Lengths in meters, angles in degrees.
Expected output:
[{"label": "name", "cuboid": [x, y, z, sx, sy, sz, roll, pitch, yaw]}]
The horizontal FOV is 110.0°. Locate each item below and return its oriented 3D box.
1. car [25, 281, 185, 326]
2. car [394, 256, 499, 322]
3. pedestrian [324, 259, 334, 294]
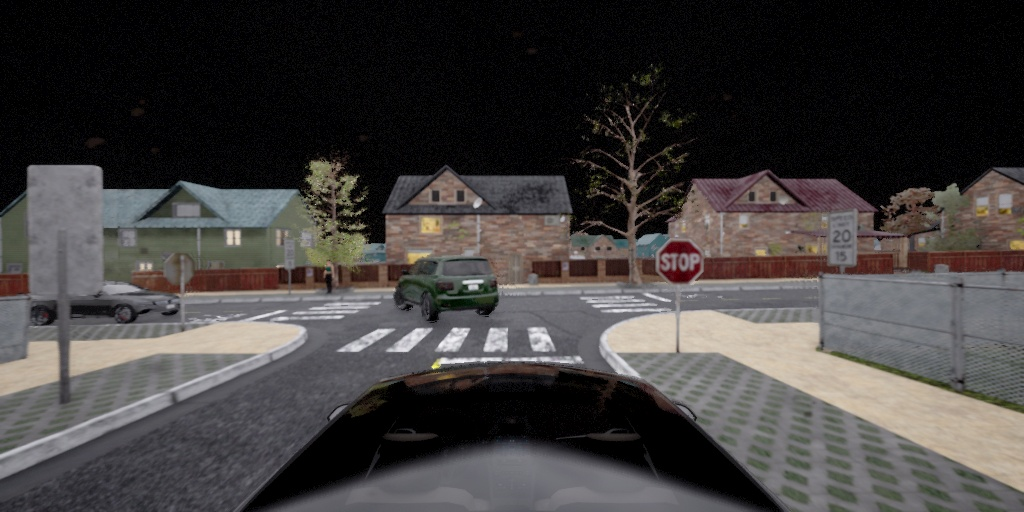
[{"label": "car", "cuboid": [-14.847, 1.645, 13.138, 4.674, 1.442, 1.812, -1, 1, 0]}, {"label": "car", "cuboid": [-2.518, 1.024, 12.875, 2.150, 2.045, 5.566, -1, 0, -31]}, {"label": "pedestrian", "cuboid": [-9.703, 1.076, 19.016, 0.375, 1.860, 0.375, 0, 2, 0]}]
